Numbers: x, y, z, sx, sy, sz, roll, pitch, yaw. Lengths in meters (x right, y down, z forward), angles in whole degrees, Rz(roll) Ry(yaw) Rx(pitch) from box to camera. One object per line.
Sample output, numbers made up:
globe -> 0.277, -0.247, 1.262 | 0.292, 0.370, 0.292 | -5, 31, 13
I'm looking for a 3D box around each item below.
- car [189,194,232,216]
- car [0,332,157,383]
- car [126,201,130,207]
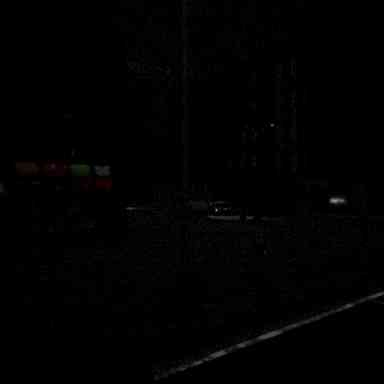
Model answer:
car -> 1.540, 1.244, 33.243 | 2.150, 2.045, 5.566 | 0, 0, -35
car -> -2.109, 1.568, 1.309 | 4.313, 1.339, 1.947 | 0, 0, -35
car -> -11.452, 1.636, 51.649 | 2.033, 1.411, 5.357 | 0, 0, -35
